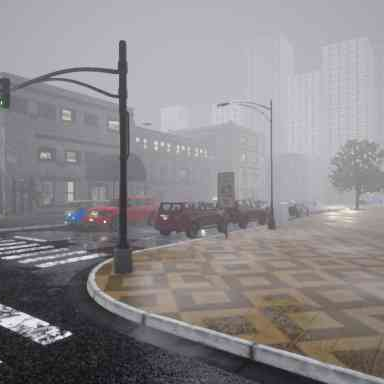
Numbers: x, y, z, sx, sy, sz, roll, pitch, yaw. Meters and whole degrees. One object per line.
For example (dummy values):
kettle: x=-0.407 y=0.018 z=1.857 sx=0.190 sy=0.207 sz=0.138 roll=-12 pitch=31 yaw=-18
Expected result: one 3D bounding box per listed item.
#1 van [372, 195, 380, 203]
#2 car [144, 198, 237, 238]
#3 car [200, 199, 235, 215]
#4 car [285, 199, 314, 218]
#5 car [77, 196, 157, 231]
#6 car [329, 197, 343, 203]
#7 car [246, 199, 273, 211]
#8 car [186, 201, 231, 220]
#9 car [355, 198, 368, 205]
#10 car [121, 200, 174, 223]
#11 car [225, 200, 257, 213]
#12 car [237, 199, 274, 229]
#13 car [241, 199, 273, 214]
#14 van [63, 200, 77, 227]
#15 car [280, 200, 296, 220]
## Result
van: x=44.828 y=1.693 z=80.914 sx=1.690 sy=1.788 sz=3.998 roll=-1 pitch=-1 yaw=35
car: x=0.099 y=1.350 z=17.823 sx=2.192 sy=1.841 sz=5.009 roll=-1 pitch=-1 yaw=35
car: x=2.847 y=1.570 z=36.187 sx=1.967 sy=1.590 sz=4.097 roll=-1 pitch=-1 yaw=35
car: x=9.686 y=1.657 z=31.341 sx=1.947 sy=1.339 sz=4.313 roll=-1 pitch=-1 yaw=35
car: x=-4.285 y=1.285 z=21.647 sx=2.150 sy=2.045 sz=5.566 roll=0 pitch=0 yaw=35
car: x=34.796 y=1.915 z=81.249 sx=2.008 sy=1.369 sz=4.403 roll=-1 pitch=-1 yaw=35
car: x=9.237 y=1.722 z=45.198 sx=2.008 sy=1.369 sz=4.403 roll=-1 pitch=-1 yaw=35
car: x=1.550 y=1.622 z=29.858 sx=1.812 sy=1.442 sz=4.674 roll=0 pitch=0 yaw=36
car: x=32.050 y=1.801 z=62.885 sx=2.008 sy=1.369 sz=4.403 roll=-1 pitch=-1 yaw=35
car: x=-3.543 y=1.531 z=27.173 sx=1.967 sy=1.590 sz=4.097 roll=-1 pitch=-1 yaw=35
car: x=6.042 y=1.701 z=40.691 sx=2.008 sy=1.369 sz=4.403 roll=-1 pitch=-1 yaw=35
car: x=3.294 y=1.368 z=22.330 sx=2.192 sy=1.841 sz=5.009 roll=-1 pitch=-1 yaw=35
car: x=7.581 y=1.639 z=38.355 sx=1.837 sy=1.490 sz=4.892 roll=0 pitch=0 yaw=36
van: x=-6.738 y=1.414 z=22.668 sx=1.690 sy=1.788 sz=3.998 roll=-1 pitch=0 yaw=35
car: x=6.490 y=1.616 z=26.834 sx=1.887 sy=1.381 sz=4.507 roll=-1 pitch=-1 yaw=35
